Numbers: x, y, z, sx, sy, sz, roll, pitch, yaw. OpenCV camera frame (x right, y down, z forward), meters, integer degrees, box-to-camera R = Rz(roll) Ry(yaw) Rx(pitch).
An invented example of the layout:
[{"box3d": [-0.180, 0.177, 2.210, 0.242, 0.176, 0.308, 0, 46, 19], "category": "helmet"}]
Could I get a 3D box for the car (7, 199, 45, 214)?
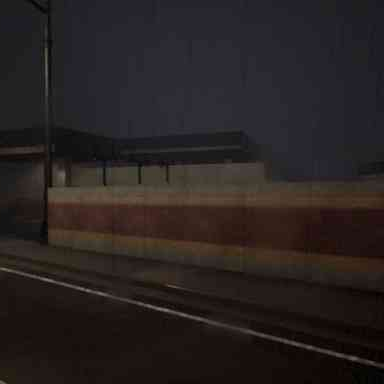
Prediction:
[{"box3d": [-17.990, 1.571, 37.134, 2.242, 1.667, 4.611, -1, 0, 37], "category": "car"}]
